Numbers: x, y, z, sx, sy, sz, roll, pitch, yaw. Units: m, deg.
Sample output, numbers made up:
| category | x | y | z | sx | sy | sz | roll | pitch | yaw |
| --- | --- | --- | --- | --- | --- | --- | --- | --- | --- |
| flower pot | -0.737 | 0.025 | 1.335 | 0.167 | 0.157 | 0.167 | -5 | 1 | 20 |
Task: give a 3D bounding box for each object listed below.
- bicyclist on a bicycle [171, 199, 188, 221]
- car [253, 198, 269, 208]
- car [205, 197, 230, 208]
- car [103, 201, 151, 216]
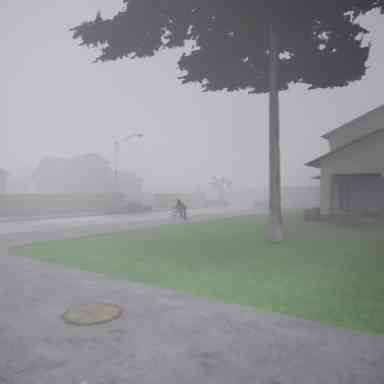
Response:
| category | x | y | z | sx | sy | sz | roll | pitch | yaw |
| --- | --- | --- | --- | --- | --- | --- | --- | --- | --- |
| bicyclist on a bicycle | -0.932 | 1.341 | 25.151 | 1.656 | 1.620 | 0.582 | 0 | 0 | 36 |
| car | 10.625 | 1.590 | 48.826 | 1.895 | 1.301 | 4.718 | 0 | 0 | 32 |
| car | 3.492 | 1.346 | 45.594 | 1.994 | 1.385 | 4.181 | 0 | 0 | 36 |
| car | -6.211 | 1.589 | 32.194 | 1.895 | 1.301 | 4.718 | 0 | 0 | 36 |
